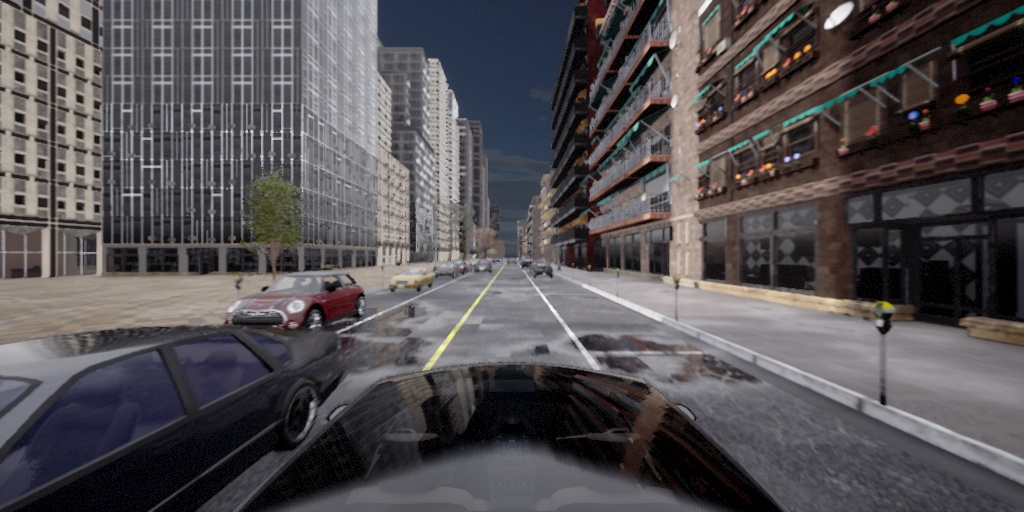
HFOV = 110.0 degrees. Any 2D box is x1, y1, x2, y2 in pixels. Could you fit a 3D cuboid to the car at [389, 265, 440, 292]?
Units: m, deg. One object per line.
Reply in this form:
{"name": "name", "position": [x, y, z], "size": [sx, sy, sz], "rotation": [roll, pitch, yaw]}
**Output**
{"name": "car", "position": [-5.700, 1.223, 20.840], "size": [1.751, 1.417, 4.829], "rotation": [0, 0, 0]}

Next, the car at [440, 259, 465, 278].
{"name": "car", "position": [-5.705, 1.221, 32.075], "size": [2.007, 1.370, 4.403], "rotation": [0, 0, 0]}

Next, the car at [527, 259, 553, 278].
{"name": "car", "position": [2.675, 1.222, 32.078], "size": [2.007, 1.370, 4.403], "rotation": [0, 0, 0]}

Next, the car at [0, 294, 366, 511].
{"name": "car", "position": [-3.093, 1.295, 2.441], "size": [2.033, 1.411, 5.357], "rotation": [0, 0, 0]}

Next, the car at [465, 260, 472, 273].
{"name": "car", "position": [-5.708, 1.097, 37.608], "size": [1.967, 1.591, 4.097], "rotation": [0, 0, 0]}

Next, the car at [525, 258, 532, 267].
{"name": "car", "position": [2.673, 1.209, 37.611], "size": [2.007, 1.370, 4.403], "rotation": [0, 0, 0]}

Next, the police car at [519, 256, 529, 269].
{"name": "police car", "position": [2.342, 1.051, 52.986], "size": [1.930, 1.638, 5.238], "rotation": [0, 0, 0]}

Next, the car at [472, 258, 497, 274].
{"name": "car", "position": [-3.106, 1.145, 39.553], "size": [2.128, 1.511, 4.902], "rotation": [0, 0, 0]}

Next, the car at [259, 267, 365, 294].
{"name": "car", "position": [-5.696, 1.166, 9.944], "size": [1.967, 1.591, 4.097], "rotation": [0, 0, 0]}
